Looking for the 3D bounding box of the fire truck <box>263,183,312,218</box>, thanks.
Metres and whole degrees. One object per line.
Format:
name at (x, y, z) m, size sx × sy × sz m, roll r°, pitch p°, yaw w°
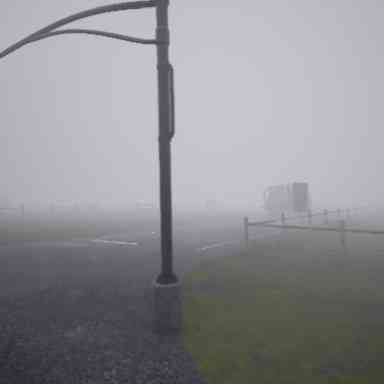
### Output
fire truck at (11.273, 1.014, 38.488) m, size 2.891 × 3.827 × 8.468 m, roll -2°, pitch -2°, yaw 36°
